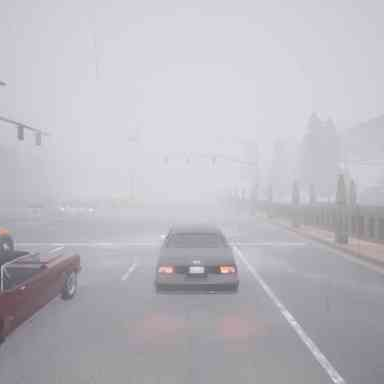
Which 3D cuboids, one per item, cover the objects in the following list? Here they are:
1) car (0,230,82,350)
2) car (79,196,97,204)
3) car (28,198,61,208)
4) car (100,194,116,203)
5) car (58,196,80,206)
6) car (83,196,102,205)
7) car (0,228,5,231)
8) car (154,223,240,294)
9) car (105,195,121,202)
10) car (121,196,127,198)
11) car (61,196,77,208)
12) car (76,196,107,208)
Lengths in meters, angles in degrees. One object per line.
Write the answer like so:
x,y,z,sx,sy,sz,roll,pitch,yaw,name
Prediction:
-3.406,1.601,5.453,1.895,1.301,4.718,0,0,0,car
-21.085,1.525,67.558,2.128,1.511,4.902,0,0,0,car
-21.157,1.547,47.347,2.033,1.411,5.357,0,0,0,car
-17.587,1.355,69.694,2.097,1.767,4.553,0,0,0,car
-21.143,1.478,57.218,1.882,1.535,5.008,0,0,0,car
-17.638,1.478,59.395,1.882,1.535,5.008,0,0,0,car
-6.911,1.352,9.116,2.097,1.767,4.553,0,0,0,car
0.089,1.547,8.910,2.033,1.411,5.357,0,0,0,car
-14.147,1.601,57.310,1.895,1.301,4.718,0,0,0,car
-14.086,1.491,67.754,2.128,1.511,4.902,0,0,0,car
-17.641,1.526,49.360,1.812,1.442,4.674,0,0,0,car
-14.157,1.547,47.238,2.033,1.411,5.357,0,0,0,car
